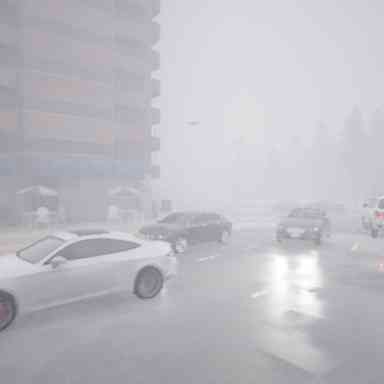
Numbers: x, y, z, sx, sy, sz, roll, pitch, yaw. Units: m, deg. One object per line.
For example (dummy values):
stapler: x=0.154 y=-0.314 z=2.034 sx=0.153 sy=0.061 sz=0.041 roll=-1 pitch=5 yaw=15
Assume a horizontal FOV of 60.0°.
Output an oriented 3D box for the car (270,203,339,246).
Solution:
car: x=5.384 y=1.498 z=15.639 sx=2.128 sy=1.511 sz=4.902 roll=0 pitch=0 yaw=29

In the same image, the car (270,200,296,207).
car: x=10.921 y=1.580 z=39.152 sx=1.994 sy=1.385 sz=4.181 roll=0 pitch=0 yaw=-17

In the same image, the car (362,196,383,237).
car: x=10.584 y=1.228 z=17.815 sx=2.150 sy=2.045 sz=5.566 roll=0 pitch=0 yaw=22

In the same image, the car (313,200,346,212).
car: x=15.029 y=1.562 z=37.831 sx=2.033 sy=1.411 sz=5.357 roll=0 pitch=0 yaw=-13

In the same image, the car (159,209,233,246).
car: x=-0.144 y=1.512 z=13.743 sx=1.837 sy=1.490 sz=4.892 roll=0 pitch=0 yaw=39

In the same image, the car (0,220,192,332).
car: x=-2.447 y=1.529 z=6.854 sx=4.674 sy=1.442 sz=1.812 roll=0 pitch=0 yaw=-38
